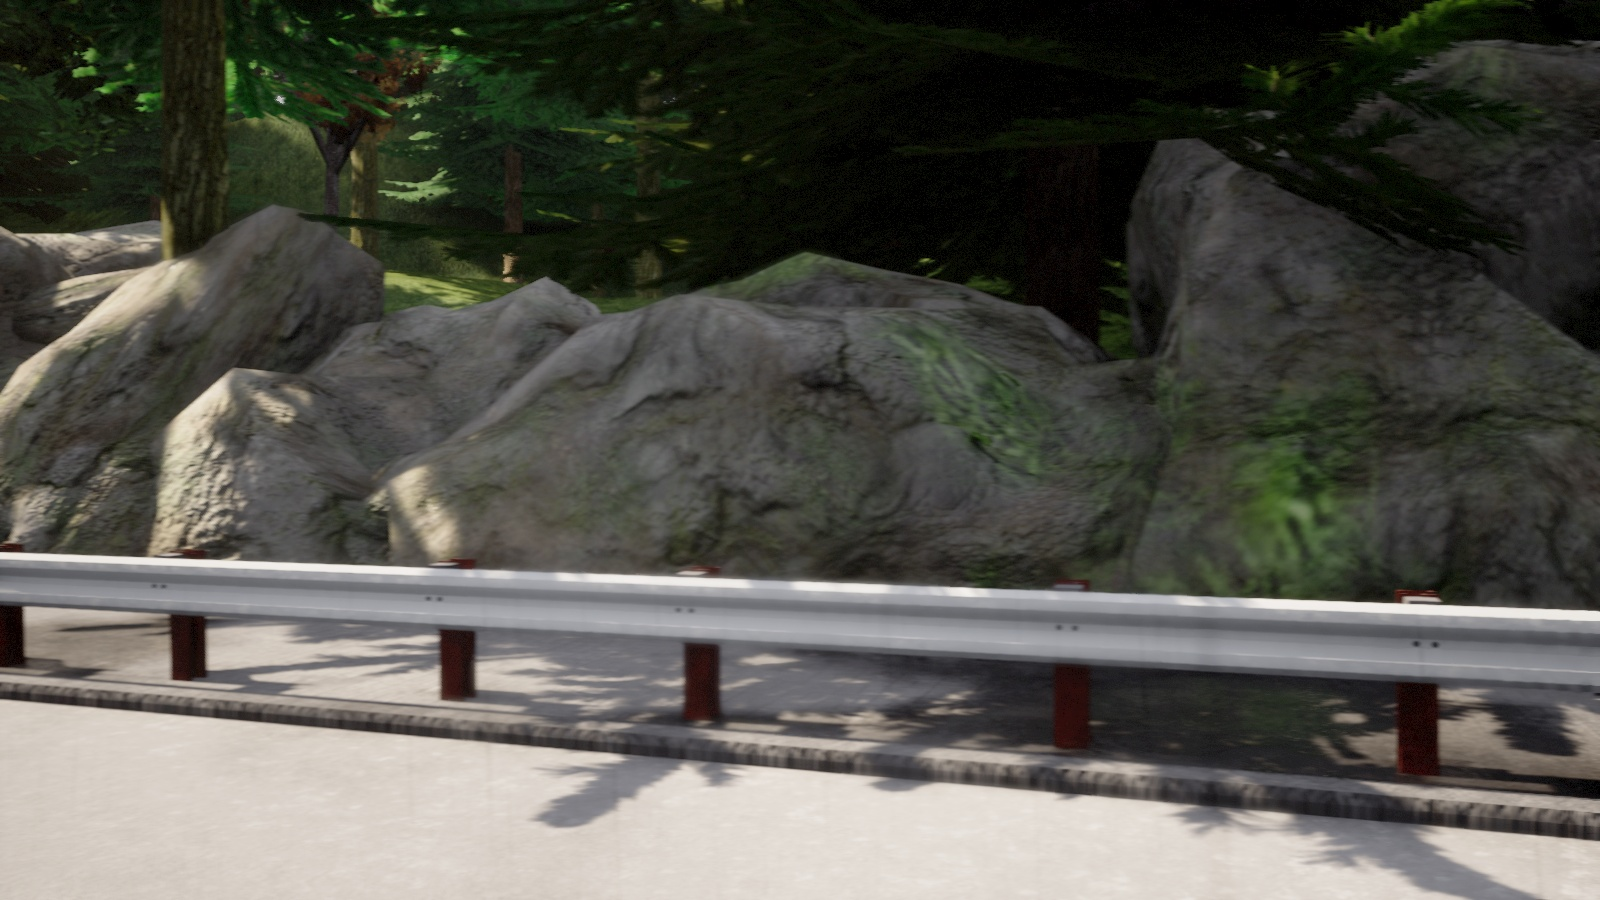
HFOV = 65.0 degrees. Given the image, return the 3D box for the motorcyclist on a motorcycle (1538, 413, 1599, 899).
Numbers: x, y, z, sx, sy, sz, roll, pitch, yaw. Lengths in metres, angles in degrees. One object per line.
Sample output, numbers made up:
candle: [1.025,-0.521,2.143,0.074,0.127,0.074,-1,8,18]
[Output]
motorcyclist on a motorcycle: [3.020,0.745,2.704,2.350,1.649,0.766,0,1,19]
